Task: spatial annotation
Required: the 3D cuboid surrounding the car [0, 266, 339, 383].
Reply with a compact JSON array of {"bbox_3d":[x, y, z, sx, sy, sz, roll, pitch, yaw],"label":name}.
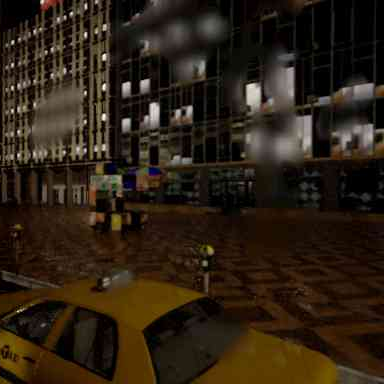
[{"bbox_3d":[-1.008,1.516,3.579,4.829,1.417,1.752,0,1,35],"label":"car"}]
